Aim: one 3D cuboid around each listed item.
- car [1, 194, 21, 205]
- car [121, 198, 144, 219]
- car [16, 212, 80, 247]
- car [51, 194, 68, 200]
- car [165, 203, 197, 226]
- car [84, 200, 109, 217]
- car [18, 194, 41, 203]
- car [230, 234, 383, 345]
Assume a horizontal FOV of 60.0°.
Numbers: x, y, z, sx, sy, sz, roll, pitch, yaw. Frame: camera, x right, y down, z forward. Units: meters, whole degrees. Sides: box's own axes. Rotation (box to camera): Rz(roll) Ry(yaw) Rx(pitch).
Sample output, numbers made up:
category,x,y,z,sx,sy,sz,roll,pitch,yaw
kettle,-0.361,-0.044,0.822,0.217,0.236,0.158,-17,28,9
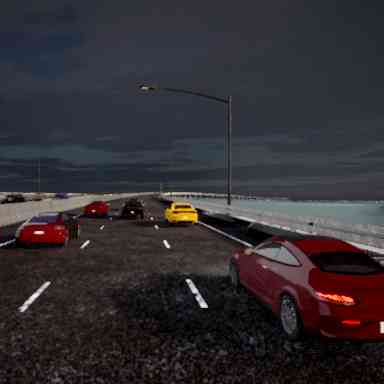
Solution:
category,x,y,z,sx,sy,sz,roll,pitch,yaw
car,-31.057,1.331,57.705,2.150,2.045,5.566,0,0,-8
car,-5.387,1.567,30.363,1.882,1.535,5.008,0,0,-9
car,-6.443,1.602,15.267,1.994,1.385,4.181,0,0,-10
car,-24.628,1.358,62.084,2.150,2.045,5.566,0,0,-8
car,-0.861,1.559,24.373,1.882,1.535,5.008,0,0,-9
car,-9.265,1.564,32.413,1.882,1.535,5.008,0,0,-9
car,-27.497,1.609,57.409,2.128,1.511,4.902,0,0,-8
car,2.143,1.554,6.503,1.812,1.442,4.674,0,0,-10
